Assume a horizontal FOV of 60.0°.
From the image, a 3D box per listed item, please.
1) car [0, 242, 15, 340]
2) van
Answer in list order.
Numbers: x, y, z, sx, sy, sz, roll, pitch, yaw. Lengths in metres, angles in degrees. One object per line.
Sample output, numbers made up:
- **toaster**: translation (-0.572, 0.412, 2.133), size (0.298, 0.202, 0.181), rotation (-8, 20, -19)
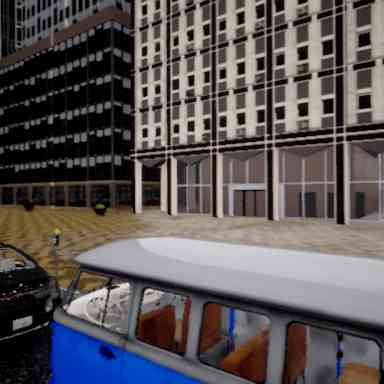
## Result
- **car**: translation (-4.070, 1.535, 5.781), size (4.403, 1.369, 2.008), rotation (0, 0, 35)
- **van**: translation (0.565, 1.339, 2.481), size (3.998, 1.788, 1.690), rotation (0, 0, 35)
